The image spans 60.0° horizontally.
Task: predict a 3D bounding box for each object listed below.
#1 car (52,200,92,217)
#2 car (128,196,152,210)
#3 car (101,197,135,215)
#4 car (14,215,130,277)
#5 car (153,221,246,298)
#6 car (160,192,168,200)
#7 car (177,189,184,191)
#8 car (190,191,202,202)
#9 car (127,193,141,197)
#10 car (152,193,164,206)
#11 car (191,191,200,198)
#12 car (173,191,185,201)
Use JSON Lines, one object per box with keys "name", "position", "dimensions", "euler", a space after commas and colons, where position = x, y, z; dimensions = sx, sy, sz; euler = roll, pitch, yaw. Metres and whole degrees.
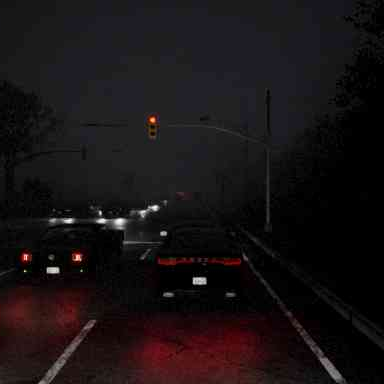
{"name": "car", "position": [-10.945, 1.505, 30.822], "dimensions": [1.837, 1.490, 4.892], "euler": [1, 0, 9]}
{"name": "car", "position": [-6.673, 1.526, 42.095], "dimensions": [1.812, 1.442, 4.674], "euler": [0, 0, 1]}
{"name": "car", "position": [-6.812, 1.505, 30.226], "dimensions": [1.837, 1.490, 4.892], "euler": [0, 0, 1]}
{"name": "car", "position": [-3.368, 1.601, 10.241], "dimensions": [1.895, 1.301, 4.718], "euler": [0, 0, -1]}
{"name": "car", "position": [0.157, 1.478, 8.564], "dimensions": [1.882, 1.535, 5.008], "euler": [0, 0, 0]}
{"name": "car", "position": [-6.232, 0.772, 70.931], "dimensions": [1.882, 1.535, 5.008], "euler": [0, 3, 1]}
{"name": "car", "position": [-2.656, 0.174, 77.289], "dimensions": [2.097, 1.767, 4.553], "euler": [0, 3, 1]}
{"name": "car", "position": [0.804, 0.813, 65.530], "dimensions": [2.150, 2.045, 5.566], "euler": [0, 3, 1]}
{"name": "car", "position": [-9.978, 1.149, 57.027], "dimensions": [2.150, 2.045, 5.566], "euler": [0, 1, 1]}
{"name": "car", "position": [-6.494, 1.442, 56.038], "dimensions": [2.128, 1.511, 4.902], "euler": [0, 1, 1]}
{"name": "car", "position": [0.848, 0.561, 77.644], "dimensions": [1.895, 1.301, 4.718], "euler": [0, 3, 1]}
{"name": "car", "position": [-2.779, 1.070, 66.912], "dimensions": [2.033, 1.411, 5.357], "euler": [0, 3, 1]}
